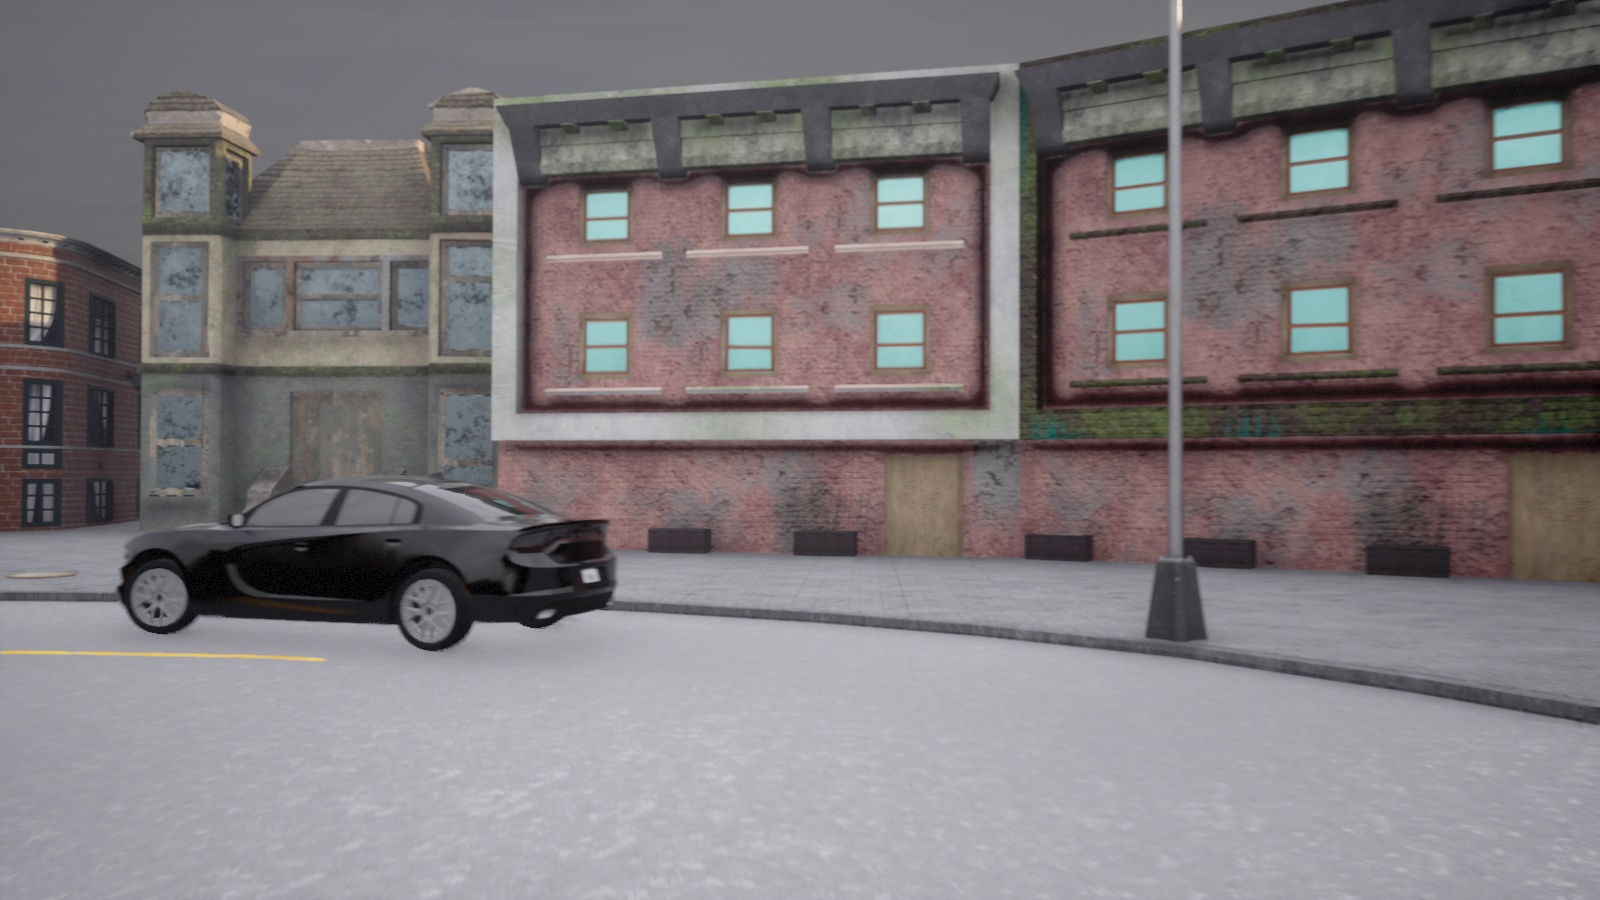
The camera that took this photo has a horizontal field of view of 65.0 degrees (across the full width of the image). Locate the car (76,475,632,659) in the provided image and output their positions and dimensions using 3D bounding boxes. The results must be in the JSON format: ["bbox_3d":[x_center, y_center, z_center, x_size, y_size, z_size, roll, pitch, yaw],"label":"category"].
[{"bbox_3d":[-4.311,1.018,12.193,5.008,1.535,1.882,-1,-1,19],"label":"car"}]
